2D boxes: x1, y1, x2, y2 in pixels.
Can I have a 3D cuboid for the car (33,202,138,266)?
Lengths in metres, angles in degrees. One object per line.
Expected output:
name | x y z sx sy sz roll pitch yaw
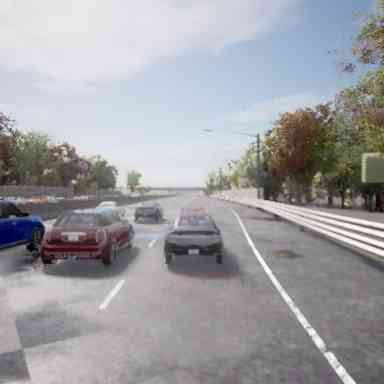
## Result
car | -3.433 1.360 11.793 2.097 1.767 4.553 0 0 0

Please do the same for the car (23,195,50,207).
car | -24.569 1.423 52.752 2.097 1.767 4.553 0 0 0

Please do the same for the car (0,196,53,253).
car | -6.939 1.232 10.946 2.150 2.045 5.566 0 0 0

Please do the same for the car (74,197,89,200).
car | -17.575 1.551 53.218 1.882 1.535 5.008 0 0 0

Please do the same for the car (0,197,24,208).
car | -28.068 1.594 51.483 1.812 1.442 4.674 0 0 0

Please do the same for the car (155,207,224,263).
car | 0.066 1.502 11.943 2.128 1.511 4.902 0 0 0

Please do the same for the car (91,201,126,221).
car | -6.934 1.554 28.101 1.812 1.442 4.674 0 0 0

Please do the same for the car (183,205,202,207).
car | 0.053 1.626 25.667 1.895 1.301 4.718 0 0 0

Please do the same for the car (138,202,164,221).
car | -3.438 1.519 27.103 2.128 1.511 4.902 0 0 0

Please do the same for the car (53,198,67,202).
car | -21.068 1.672 52.674 1.895 1.301 4.718 0 0 1
